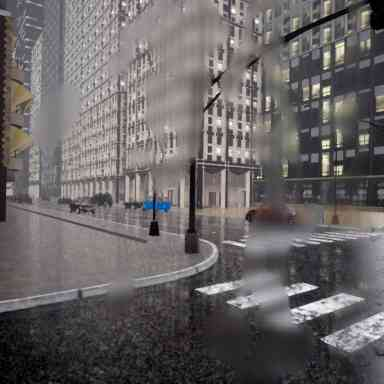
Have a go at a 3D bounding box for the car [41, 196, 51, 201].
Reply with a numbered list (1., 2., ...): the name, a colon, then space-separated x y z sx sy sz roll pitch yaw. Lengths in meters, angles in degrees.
1. car: -36.780 1.571 83.794 1.802 1.307 4.206 1 -1 -35

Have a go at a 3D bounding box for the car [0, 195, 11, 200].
1. car: -46.785 1.366 83.412 1.752 1.417 4.829 1 -1 -35

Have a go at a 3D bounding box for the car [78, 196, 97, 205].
1. car: -18.499 1.526 58.843 1.837 1.490 4.892 1 -1 -35

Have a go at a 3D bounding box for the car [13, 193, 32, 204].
1. car: -30.524 1.155 60.524 2.192 1.841 5.009 1 -1 -35

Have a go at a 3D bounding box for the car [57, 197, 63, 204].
1. car: -22.599 1.522 59.345 1.994 1.385 4.181 1 -1 -35

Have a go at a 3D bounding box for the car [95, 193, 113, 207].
1. car: -14.491 1.255 53.140 2.150 2.045 5.566 1 -1 -35

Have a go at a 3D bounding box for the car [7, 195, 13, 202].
1. car: -37.069 1.397 69.732 1.947 1.339 4.313 1 -1 -35

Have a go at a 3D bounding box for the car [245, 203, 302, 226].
1. car: 5.742 1.505 23.926 1.967 1.590 4.097 1 -1 -35

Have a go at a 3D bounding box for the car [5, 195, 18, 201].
1. car: -40.339 1.378 74.338 2.008 1.369 4.403 1 -1 -35

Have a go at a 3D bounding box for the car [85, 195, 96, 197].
1. car: -17.302 1.515 51.885 2.033 1.411 5.357 1 -1 -35

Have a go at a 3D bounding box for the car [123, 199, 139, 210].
1. car: -7.343 1.584 42.346 2.008 1.369 4.403 1 -1 -35

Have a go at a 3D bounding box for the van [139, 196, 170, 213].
1. van: -4.069 1.382 37.743 1.690 1.788 3.998 1 -1 -35

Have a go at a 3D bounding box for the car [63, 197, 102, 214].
1. car: -10.904 1.427 32.890 2.008 1.369 4.403 1 -1 -35
